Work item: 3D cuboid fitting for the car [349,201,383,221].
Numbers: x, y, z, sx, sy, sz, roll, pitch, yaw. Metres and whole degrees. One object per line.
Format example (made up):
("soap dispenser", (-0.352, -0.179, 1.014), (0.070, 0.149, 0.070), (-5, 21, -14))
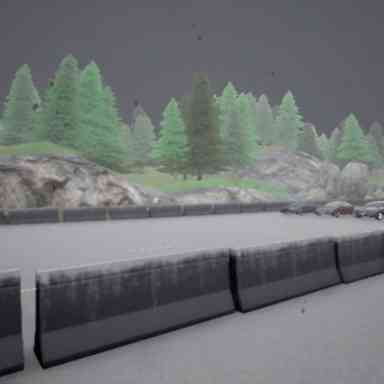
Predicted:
("car", (15.652, 1.541, 28.041), (4.892, 1.490, 1.837), (0, 0, -35))

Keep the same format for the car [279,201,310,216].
("car", (11.160, 1.586, 33.438), (5.357, 1.411, 2.033), (0, 0, -36))

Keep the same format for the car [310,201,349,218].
("car", (13.372, 1.563, 30.714), (4.674, 1.442, 1.812), (0, 0, -35))
